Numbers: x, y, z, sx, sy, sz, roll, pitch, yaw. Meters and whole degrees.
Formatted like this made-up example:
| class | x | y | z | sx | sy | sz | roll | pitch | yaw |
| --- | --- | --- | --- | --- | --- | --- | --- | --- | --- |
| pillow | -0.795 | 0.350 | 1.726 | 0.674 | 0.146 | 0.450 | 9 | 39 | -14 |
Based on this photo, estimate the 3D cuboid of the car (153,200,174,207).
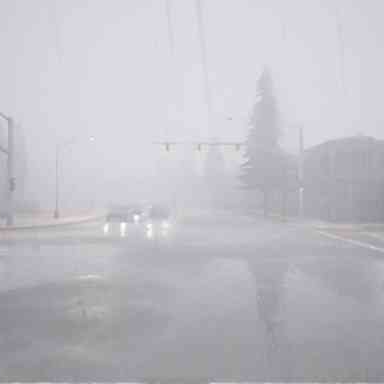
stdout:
| class | x | y | z | sx | sy | sz | roll | pitch | yaw |
| --- | --- | --- | --- | --- | --- | --- | --- | --- | --- |
| car | -3.723 | 2.052 | 43.148 | 1.882 | 1.535 | 5.008 | 0 | -1 | -6 |

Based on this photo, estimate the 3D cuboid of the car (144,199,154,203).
| class | x | y | z | sx | sy | sz | roll | pitch | yaw |
| --- | --- | --- | --- | --- | --- | --- | --- | --- | --- |
| car | -5.859 | 2.257 | 53.313 | 2.033 | 1.411 | 5.357 | 0 | -1 | -19 |

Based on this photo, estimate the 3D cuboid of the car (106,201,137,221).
| class | x | y | z | sx | sy | sz | roll | pitch | yaw |
| --- | --- | --- | --- | --- | --- | --- | --- | --- | --- |
| car | -6.755 | 1.924 | 31.429 | 1.837 | 1.490 | 4.892 | 0 | -1 | -1 |

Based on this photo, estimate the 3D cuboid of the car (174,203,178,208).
| class | x | y | z | sx | sy | sz | roll | pitch | yaw |
| --- | --- | --- | --- | --- | --- | --- | --- | --- | --- |
| car | -4.931 | 2.499 | 67.505 | 1.895 | 1.301 | 4.718 | 1 | -1 | -35 |

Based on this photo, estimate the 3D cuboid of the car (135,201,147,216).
| class | x | y | z | sx | sy | sz | roll | pitch | yaw |
| --- | --- | --- | --- | --- | --- | --- | --- | --- | --- |
| car | -7.024 | 2.100 | 40.262 | 1.994 | 1.385 | 4.181 | 0 | -1 | -2 |

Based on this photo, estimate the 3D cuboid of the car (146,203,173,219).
| class | x | y | z | sx | sy | sz | roll | pitch | yaw |
| --- | --- | --- | --- | --- | --- | --- | --- | --- | --- |
| car | -3.267 | 2.054 | 33.973 | 1.895 | 1.301 | 4.718 | 0 | -1 | -1 |

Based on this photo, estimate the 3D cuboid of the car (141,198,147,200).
| class | x | y | z | sx | sy | sz | roll | pitch | yaw |
| --- | --- | --- | --- | --- | --- | --- | --- | --- | --- |
| car | -7.600 | 2.345 | 65.209 | 1.882 | 1.535 | 5.008 | 1 | -1 | -35 |

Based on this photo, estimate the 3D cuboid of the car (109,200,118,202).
| class | x | y | z | sx | sy | sz | roll | pitch | yaw |
| --- | --- | --- | --- | --- | --- | --- | --- | --- | --- |
| car | -14.447 | 2.326 | 62.660 | 2.128 | 1.511 | 4.902 | 1 | -1 | -35 |
